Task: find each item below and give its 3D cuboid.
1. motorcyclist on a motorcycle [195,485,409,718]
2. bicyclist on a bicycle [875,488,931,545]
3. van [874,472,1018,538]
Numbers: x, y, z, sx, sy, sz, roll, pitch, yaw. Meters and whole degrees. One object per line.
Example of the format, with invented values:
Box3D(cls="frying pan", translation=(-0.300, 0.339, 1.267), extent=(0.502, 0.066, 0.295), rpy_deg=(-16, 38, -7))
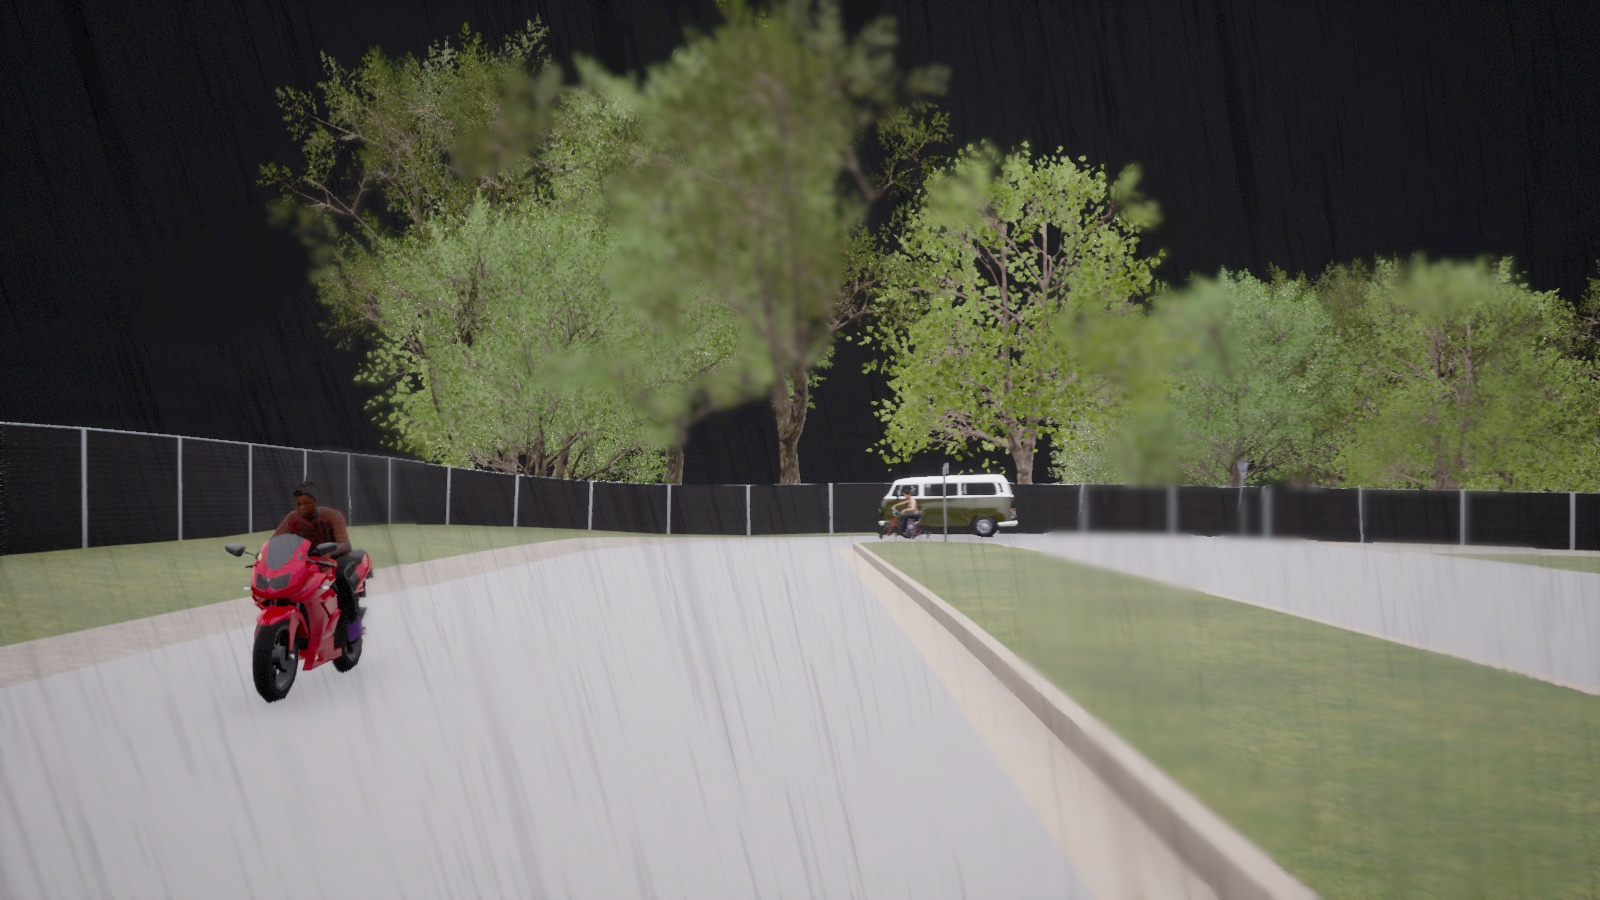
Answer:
Box3D(cls="motorcyclist on a motorcycle", translation=(-3.634, 1.034, 9.381), extent=(0.797, 1.523, 2.044), rpy_deg=(-1, -1, -1))
Box3D(cls="bicyclist on a bicycle", translation=(3.094, 1.984, 37.758), extent=(1.509, 1.612, 0.866), rpy_deg=(-1, 3, -8))
Box3D(cls="van", translation=(4.867, 1.834, 41.684), extent=(4.480, 2.038, 2.069), rpy_deg=(-2, -2, 13))
